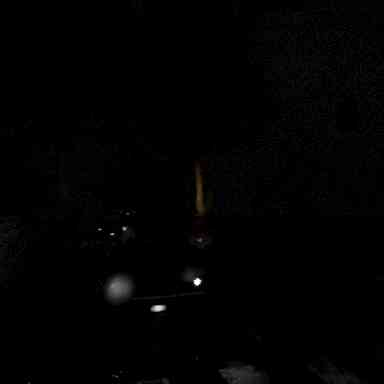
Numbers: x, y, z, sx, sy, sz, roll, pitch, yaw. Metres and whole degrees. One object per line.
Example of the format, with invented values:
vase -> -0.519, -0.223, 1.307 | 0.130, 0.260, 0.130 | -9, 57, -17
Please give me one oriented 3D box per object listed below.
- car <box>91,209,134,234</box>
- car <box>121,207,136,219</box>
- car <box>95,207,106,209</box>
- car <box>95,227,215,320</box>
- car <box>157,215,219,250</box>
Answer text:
car -> -5.104, 1.995, 20.585 | 2.033, 1.411, 5.357 | 1, -2, -18
car -> -7.888, 2.513, 39.695 | 1.994, 1.385, 4.181 | 1, -2, -17
car -> -10.722, 2.487, 39.060 | 1.994, 1.385, 4.181 | 1, -2, -16
car -> -1.211, 1.757, 7.909 | 1.895, 1.301, 4.718 | 1, -1, -17
car -> -0.390, 1.808, 15.299 | 1.882, 1.535, 5.008 | 1, -2, -17
